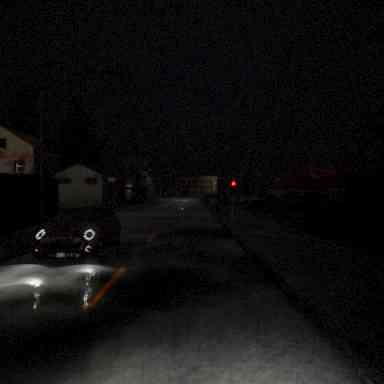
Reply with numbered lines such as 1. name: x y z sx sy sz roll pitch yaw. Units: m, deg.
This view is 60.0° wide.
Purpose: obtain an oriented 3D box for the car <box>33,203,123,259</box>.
1. car: -4.063 1.358 12.545 2.097 1.767 4.553 0 0 0
